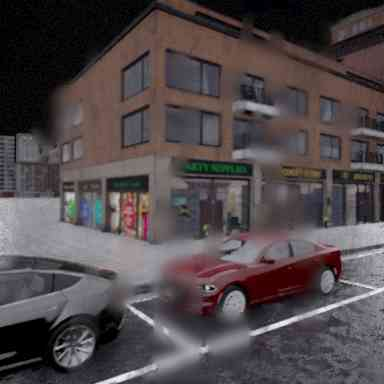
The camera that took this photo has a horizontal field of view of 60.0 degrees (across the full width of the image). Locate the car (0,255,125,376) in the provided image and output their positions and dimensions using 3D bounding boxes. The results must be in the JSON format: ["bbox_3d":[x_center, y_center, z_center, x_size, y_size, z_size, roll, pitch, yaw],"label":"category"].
[{"bbox_3d":[-2.961,1.565,4.097,4.313,1.339,1.947,0,0,-36],"label":"car"}]

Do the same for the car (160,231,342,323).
[{"bbox_3d":[1.441,1.580,7.236,4.507,1.381,1.887,0,0,-36],"label":"car"}]
